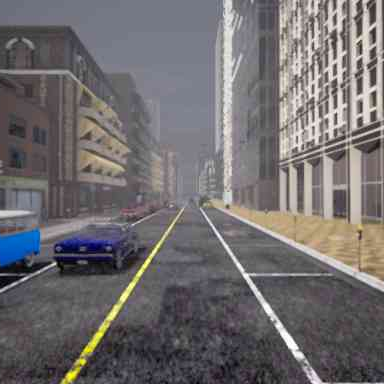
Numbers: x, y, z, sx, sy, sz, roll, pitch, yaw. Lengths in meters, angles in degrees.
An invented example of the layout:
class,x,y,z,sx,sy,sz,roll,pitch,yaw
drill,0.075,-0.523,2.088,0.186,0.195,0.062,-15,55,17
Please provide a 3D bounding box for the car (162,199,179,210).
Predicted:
class,x,y,z,sx,sy,sz,roll,pitch,yaw
car,-3.079,2.034,52.061,2.128,1.511,4.902,0,-1,0

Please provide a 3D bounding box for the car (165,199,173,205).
class,x,y,z,sx,sy,sz,roll,pitch,yaw
car,-5.697,2.398,82.321,1.752,1.417,4.829,0,-1,0

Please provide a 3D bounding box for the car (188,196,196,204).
class,x,y,z,sx,sy,sz,roll,pitch,yaw
car,-0.006,2.252,82.950,1.812,1.442,4.674,0,-1,0

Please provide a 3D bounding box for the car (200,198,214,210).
class,x,y,z,sx,sy,sz,roll,pitch,yaw
car,2.686,2.094,54.420,1.752,1.417,4.829,0,-1,0

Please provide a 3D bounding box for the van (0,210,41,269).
class,x,y,z,sx,sy,sz,roll,pitch,yaw
van,-5.691,1.433,9.065,1.690,1.788,3.998,0,-1,0

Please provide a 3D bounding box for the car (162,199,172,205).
class,x,y,z,sx,sy,sz,roll,pitch,yaw
car,-5.697,2.378,76.841,1.947,1.339,4.313,0,-1,0

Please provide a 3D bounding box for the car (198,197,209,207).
class,x,y,z,sx,sy,sz,roll,pitch,yaw
car,2.389,1.912,65.090,2.150,2.045,5.566,0,-1,0

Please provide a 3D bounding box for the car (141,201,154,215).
class,x,y,z,sx,sy,sz,roll,pitch,yaw
car,-5.693,1.966,37.304,1.802,1.307,4.206,0,-1,0

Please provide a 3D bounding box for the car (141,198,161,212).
class,x,y,z,sx,sy,sz,roll,pitch,yaw
car,-5.694,1.760,42.955,2.192,1.841,5.009,0,-1,0

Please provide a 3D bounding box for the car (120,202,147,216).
class,x,y,z,sx,sy,sz,roll,pitch,yaw
car,-5.693,1.906,31.655,1.802,1.307,4.206,0,-1,0

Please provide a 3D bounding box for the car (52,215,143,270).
class,x,y,z,sx,sy,sz,roll,pitch,yaw
car,-3.100,1.719,11.647,1.895,1.301,4.718,0,-1,0
